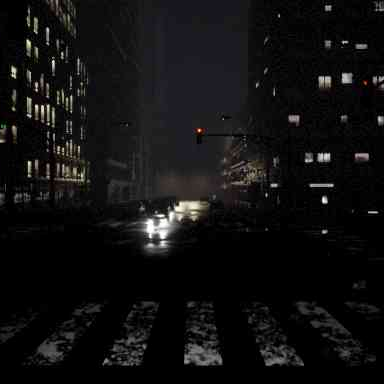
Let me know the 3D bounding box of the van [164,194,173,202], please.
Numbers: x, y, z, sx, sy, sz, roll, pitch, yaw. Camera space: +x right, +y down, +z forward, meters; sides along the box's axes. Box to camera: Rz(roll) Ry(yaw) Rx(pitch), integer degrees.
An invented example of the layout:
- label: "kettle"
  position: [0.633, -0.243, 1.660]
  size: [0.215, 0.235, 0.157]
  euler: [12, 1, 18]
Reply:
- label: "van"
  position: [-5.566, 1.322, 78.254]
  size: [1.690, 1.788, 3.998]
  euler: [-1, 0, 0]

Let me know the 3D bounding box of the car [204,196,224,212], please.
- label: "car"
  position: [2.745, 1.540, 38.657]
  size: [2.008, 1.369, 4.403]
  euler: [-1, 0, 0]

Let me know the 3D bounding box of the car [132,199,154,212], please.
- label: "car"
  position: [-5.635, 1.555, 38.672]
  size: [1.947, 1.339, 4.313]
  euler: [-1, 0, 0]

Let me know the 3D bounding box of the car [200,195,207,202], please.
- label: "car"
  position: [2.805, 1.422, 72.585]
  size: [1.967, 1.590, 4.097]
  euler: [-1, 0, 0]

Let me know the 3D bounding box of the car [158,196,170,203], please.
- label: "car"
  position: [-5.584, 1.528, 66.944]
  size: [1.887, 1.381, 4.507]
  euler: [-1, 0, 0]

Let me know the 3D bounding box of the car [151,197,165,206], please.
- label: "car"
  position: [-5.604, 1.531, 55.635]
  size: [1.887, 1.381, 4.507]
  euler: [-1, 0, 0]

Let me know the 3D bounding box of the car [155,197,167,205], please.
- label: "car"
  position: [-5.593, 1.567, 61.290]
  size: [1.802, 1.307, 4.206]
  euler: [-1, 0, 0]

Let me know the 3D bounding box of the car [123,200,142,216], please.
- label: "car"
  position: [-5.646, 1.516, 32.847]
  size: [1.752, 1.417, 4.829]
  euler: [-1, 0, 0]

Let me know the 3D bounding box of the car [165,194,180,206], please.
- label: "car"
  position: [-2.999, 1.339, 50.448]
  size: [2.097, 1.767, 4.553]
  euler: [0, 0, 0]

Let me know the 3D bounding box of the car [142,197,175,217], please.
- label: "car"
  position: [-3.046, 1.482, 30.999]
  size: [2.128, 1.511, 4.902]
  euler: [0, 0, 0]

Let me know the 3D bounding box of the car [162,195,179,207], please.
- label: "car"
  position: [-3.023, 1.480, 40.484]
  size: [2.128, 1.511, 4.902]
  euler: [0, 0, 0]
